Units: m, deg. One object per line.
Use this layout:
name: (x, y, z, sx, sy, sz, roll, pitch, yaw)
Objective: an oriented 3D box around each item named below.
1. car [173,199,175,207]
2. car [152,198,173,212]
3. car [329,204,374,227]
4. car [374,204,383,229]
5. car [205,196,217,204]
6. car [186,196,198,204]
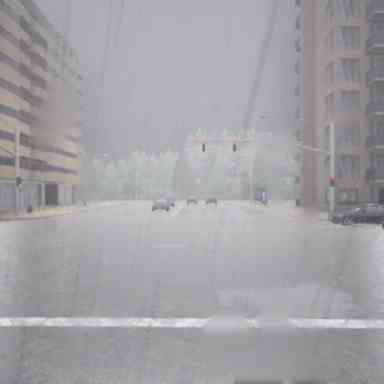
car: (-3.561, 1.537, 49.214, 1.994, 1.385, 4.181, 0, 0, 0)
car: (-3.566, 1.504, 39.132, 1.812, 1.442, 4.674, 0, 0, 0)
car: (11.571, 1.513, 22.133, 4.674, 1.442, 1.812, 0, 0, 1)
car: (12.984, 1.341, 18.288, 4.553, 1.767, 2.097, 0, 0, -5)
car: (3.504, 1.472, 60.438, 1.837, 1.490, 4.892, 0, 0, 0)
car: (0.004, 1.493, 60.438, 1.812, 1.442, 4.674, 0, 0, 0)
